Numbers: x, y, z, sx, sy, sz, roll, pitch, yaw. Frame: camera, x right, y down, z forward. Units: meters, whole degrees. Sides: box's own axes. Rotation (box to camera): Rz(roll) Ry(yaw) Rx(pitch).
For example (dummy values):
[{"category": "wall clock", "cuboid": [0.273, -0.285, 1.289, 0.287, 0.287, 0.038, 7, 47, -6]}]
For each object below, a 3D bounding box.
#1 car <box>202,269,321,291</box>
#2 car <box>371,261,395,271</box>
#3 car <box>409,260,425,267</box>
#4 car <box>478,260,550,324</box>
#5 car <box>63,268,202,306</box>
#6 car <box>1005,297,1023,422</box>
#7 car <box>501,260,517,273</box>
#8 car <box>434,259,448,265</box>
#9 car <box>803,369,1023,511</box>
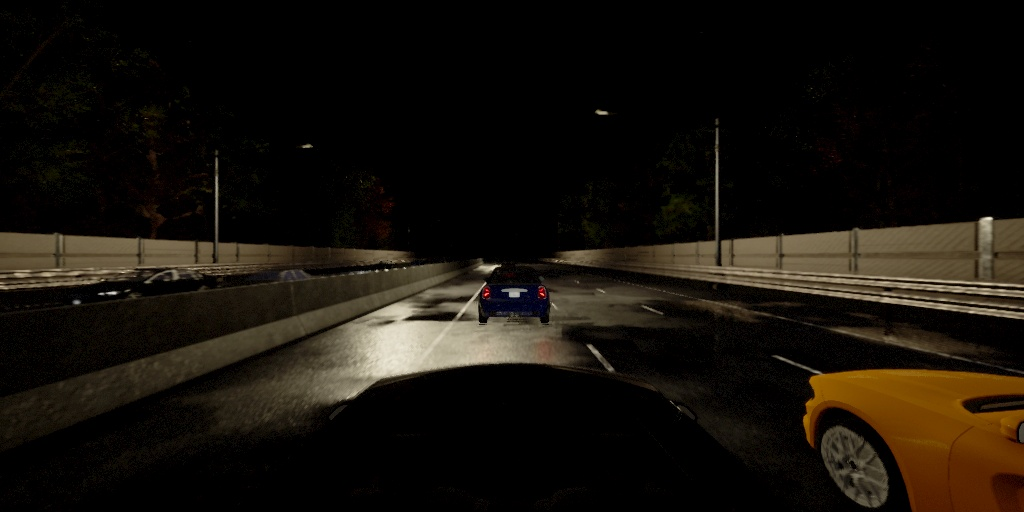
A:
[{"category": "car", "cuboid": [-10.677, 1.303, 16.288, 2.033, 1.411, 5.357, 0, 0, -1]}, {"category": "car", "cuboid": [-18.287, 1.363, 50.877, 1.895, 1.301, 4.718, 0, 0, -1]}, {"category": "car", "cuboid": [-14.943, 1.291, 56.671, 1.812, 1.442, 4.674, 0, 0, -1]}, {"category": "car", "cuboid": [0.052, 1.106, 12.193, 2.097, 1.767, 4.553, 0, 0, 0]}, {"category": "car", "cuboid": [-14.159, 1.246, 14.103, 2.128, 1.511, 4.902, 0, 0, 0]}, {"category": "car", "cuboid": [7.092, 1.254, 2.044, 1.837, 1.490, 4.892, 0, 0, 0]}, {"category": "car", "cuboid": [-0.444, 1.271, 44.235, 1.837, 1.490, 4.892, 0, 0, -1]}, {"category": "car", "cuboid": [-11.497, 1.257, 58.446, 2.128, 1.511, 4.902, 0, 0, -1]}, {"category": "car", "cuboid": [3.592, 1.227, 1.207, 1.882, 1.535, 5.008, 0, 0, 0]}]
